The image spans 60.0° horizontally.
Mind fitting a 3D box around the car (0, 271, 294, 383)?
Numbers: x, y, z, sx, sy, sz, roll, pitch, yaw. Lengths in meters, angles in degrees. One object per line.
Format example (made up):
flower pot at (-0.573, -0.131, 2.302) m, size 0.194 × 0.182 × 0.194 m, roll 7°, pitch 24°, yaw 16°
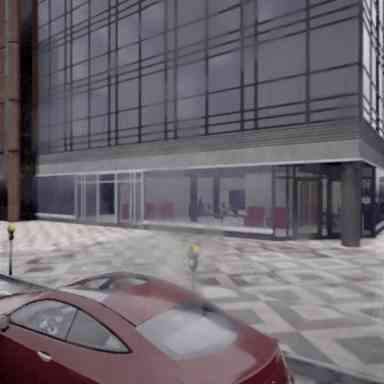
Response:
car at (-1.040, 1.590, 3.701) m, size 4.206 × 1.307 × 1.802 m, roll 0°, pitch 0°, yaw 35°
